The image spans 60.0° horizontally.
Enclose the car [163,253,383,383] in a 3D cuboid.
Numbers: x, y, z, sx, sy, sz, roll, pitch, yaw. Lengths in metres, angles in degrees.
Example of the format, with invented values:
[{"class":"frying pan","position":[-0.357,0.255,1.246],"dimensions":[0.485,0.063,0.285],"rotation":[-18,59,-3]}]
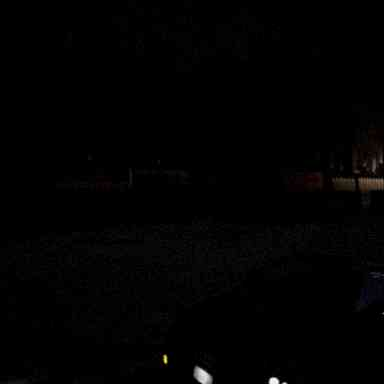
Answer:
[{"class":"car","position":[1.724,1.561,4.295],"dimensions":[4.181,1.385,1.994],"rotation":[0,0,-35]}]
